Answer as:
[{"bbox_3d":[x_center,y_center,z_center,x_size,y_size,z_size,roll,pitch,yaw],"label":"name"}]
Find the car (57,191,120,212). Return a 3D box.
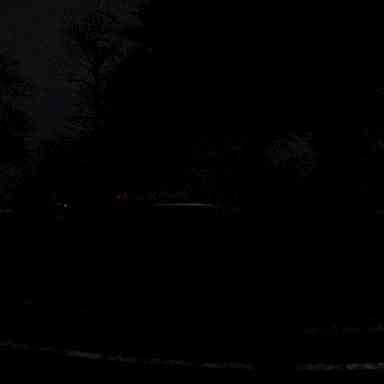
[{"bbox_3d":[-9.434,0.676,30.770,5.566,2.045,2.150,-1,1,-38],"label":"car"}]

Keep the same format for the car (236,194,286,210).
[{"bbox_3d":[6.961,0.949,33.569,4.902,1.511,2.128,2,1,25],"label":"car"}]
